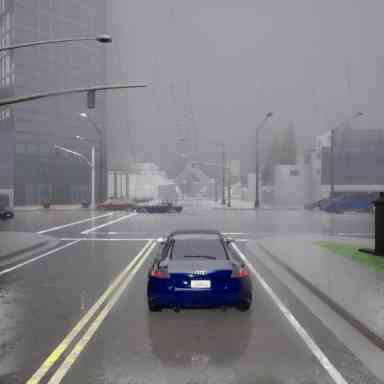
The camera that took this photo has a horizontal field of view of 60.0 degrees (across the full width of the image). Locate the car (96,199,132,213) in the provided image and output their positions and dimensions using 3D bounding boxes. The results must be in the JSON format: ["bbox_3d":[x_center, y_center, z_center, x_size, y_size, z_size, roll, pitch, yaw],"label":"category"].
[{"bbox_3d":[-8.235,1.563,36.947,4.674,1.442,1.812,0,0,0],"label":"car"}]

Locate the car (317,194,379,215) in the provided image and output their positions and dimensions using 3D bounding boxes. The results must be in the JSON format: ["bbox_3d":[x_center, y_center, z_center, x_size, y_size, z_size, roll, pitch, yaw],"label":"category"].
[{"bbox_3d":[16.108,1.198,33.628,5.566,2.045,2.150,-1,0,-1],"label":"car"}]

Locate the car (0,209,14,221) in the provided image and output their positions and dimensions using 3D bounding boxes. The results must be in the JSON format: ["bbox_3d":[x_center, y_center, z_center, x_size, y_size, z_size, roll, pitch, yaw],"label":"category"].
[{"bbox_3d":[-16.385,1.672,26.190,4.181,1.385,1.994,-1,0,0],"label":"car"}]

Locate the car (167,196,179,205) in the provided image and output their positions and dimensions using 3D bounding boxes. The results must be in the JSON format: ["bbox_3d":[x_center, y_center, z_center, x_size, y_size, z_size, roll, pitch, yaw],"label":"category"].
[{"bbox_3d":[-3.515,1.505,61.651,1.837,1.490,4.892,0,0,1],"label":"car"}]

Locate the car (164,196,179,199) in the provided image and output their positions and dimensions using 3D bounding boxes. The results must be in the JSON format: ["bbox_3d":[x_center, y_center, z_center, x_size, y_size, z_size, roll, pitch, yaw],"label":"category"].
[{"bbox_3d":[-3.565,1.491,51.251,2.128,1.511,4.902,0,0,0],"label":"car"}]

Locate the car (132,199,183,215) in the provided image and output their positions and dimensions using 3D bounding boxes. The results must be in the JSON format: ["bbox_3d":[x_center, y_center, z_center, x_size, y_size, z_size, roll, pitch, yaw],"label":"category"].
[{"bbox_3d":[-3.275,1.627,33.485,4.718,1.301,1.895,0,0,0],"label":"car"}]

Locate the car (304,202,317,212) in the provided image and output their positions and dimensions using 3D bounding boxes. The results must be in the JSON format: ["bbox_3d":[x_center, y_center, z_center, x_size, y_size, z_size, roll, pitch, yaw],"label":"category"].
[{"bbox_3d":[15.050,1.484,37.118,4.892,1.490,1.837,0,0,0],"label":"car"}]

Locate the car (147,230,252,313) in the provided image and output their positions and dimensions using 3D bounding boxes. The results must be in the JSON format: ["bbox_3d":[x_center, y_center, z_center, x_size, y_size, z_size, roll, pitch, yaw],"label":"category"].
[{"bbox_3d":[0.091,1.564,7.774,1.994,1.385,4.181,0,0,-2],"label":"car"}]
